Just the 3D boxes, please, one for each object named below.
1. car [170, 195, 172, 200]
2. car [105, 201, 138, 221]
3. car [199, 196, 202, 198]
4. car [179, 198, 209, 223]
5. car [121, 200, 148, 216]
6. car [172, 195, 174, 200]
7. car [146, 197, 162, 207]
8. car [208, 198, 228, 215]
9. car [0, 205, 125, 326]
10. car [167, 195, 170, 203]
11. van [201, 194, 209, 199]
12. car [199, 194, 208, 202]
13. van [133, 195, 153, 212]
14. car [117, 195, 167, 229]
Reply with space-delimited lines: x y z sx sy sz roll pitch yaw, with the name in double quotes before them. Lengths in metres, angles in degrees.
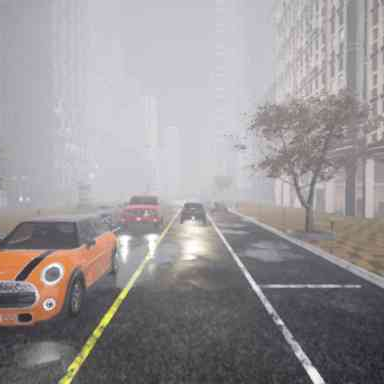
"car" -5.728 1.515 67.089 2.008 1.369 4.403 -1 0 0
"car" -5.713 1.498 27.544 1.752 1.417 4.829 -1 0 0
"car" 0.082 1.565 45.463 1.895 1.301 4.718 0 0 0
"car" 0.086 1.480 24.944 1.837 1.490 4.892 0 0 0
"car" -5.714 1.514 33.339 1.887 1.381 4.507 -1 0 0
"car" -5.736 1.523 89.589 2.008 1.369 4.403 -1 0 0
"car" -5.721 1.508 50.213 1.887 1.381 4.507 -1 0 0
"car" 2.666 1.551 33.343 1.802 1.307 4.206 -1 0 0
"car" -3.069 1.342 7.348 2.097 1.767 4.553 0 0 0
"car" -5.725 1.514 61.464 2.008 1.369 4.403 -1 0 0
"van" 2.648 1.305 67.093 1.690 1.788 3.998 -1 0 0
"car" 2.646 1.407 78.342 1.967 1.590 4.097 -1 0 0
"van" -5.720 1.308 38.963 1.690 1.788 3.998 -1 0 0
"car" -3.070 1.199 21.808 2.150 2.045 5.566 0 0 0
